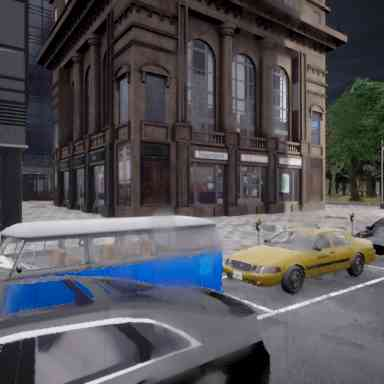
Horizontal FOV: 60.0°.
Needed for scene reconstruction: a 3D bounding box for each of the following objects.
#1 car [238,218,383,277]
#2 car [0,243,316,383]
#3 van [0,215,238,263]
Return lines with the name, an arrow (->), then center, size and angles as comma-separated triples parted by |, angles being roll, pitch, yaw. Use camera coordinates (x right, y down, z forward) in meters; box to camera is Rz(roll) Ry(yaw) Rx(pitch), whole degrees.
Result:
car -> 2.975, 1.525, 8.765 | 4.829, 1.417, 1.752 | 0, 0, -35
car -> -1.560, 1.491, 2.267 | 4.902, 1.511, 2.128 | 0, 0, -35
van -> -1.317, 1.341, 5.710 | 3.998, 1.788, 1.690 | 0, 0, -35
